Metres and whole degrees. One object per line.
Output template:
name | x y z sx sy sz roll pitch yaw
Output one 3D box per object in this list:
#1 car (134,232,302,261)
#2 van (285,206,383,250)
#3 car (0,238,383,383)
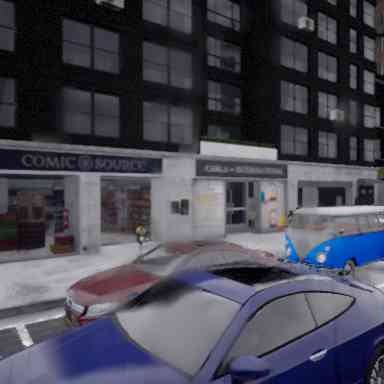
car | -0.110 1.565 6.114 4.206 1.307 1.802 0 0 -36
van | 4.292 1.296 9.261 3.998 1.788 1.690 0 0 -36
car | 0.322 1.515 3.293 4.674 1.442 1.812 0 0 -35
